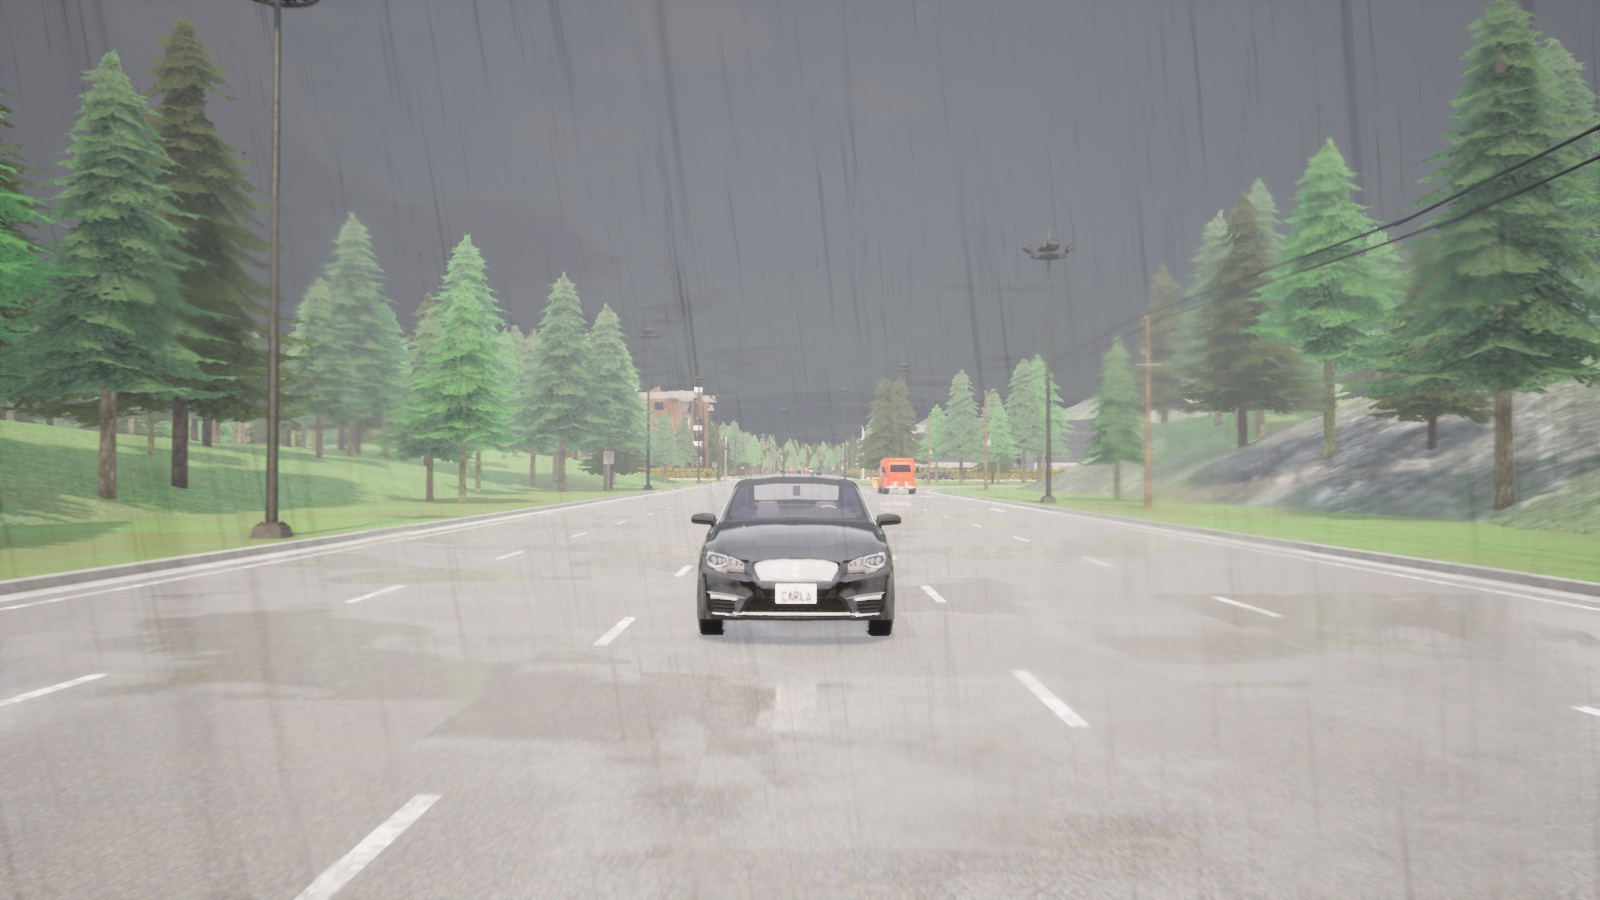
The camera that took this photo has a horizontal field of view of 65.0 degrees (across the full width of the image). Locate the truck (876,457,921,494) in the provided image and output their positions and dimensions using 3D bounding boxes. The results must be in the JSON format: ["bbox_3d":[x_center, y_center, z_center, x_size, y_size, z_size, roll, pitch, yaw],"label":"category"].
[{"bbox_3d":[6.780,1.756,86.913,2.627,2.467,5.204,0,-1,0],"label":"truck"}]

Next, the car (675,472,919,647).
[{"bbox_3d":[-0.032,0.995,13.403,2.128,1.511,4.902,0,-1,0],"label":"car"}]
